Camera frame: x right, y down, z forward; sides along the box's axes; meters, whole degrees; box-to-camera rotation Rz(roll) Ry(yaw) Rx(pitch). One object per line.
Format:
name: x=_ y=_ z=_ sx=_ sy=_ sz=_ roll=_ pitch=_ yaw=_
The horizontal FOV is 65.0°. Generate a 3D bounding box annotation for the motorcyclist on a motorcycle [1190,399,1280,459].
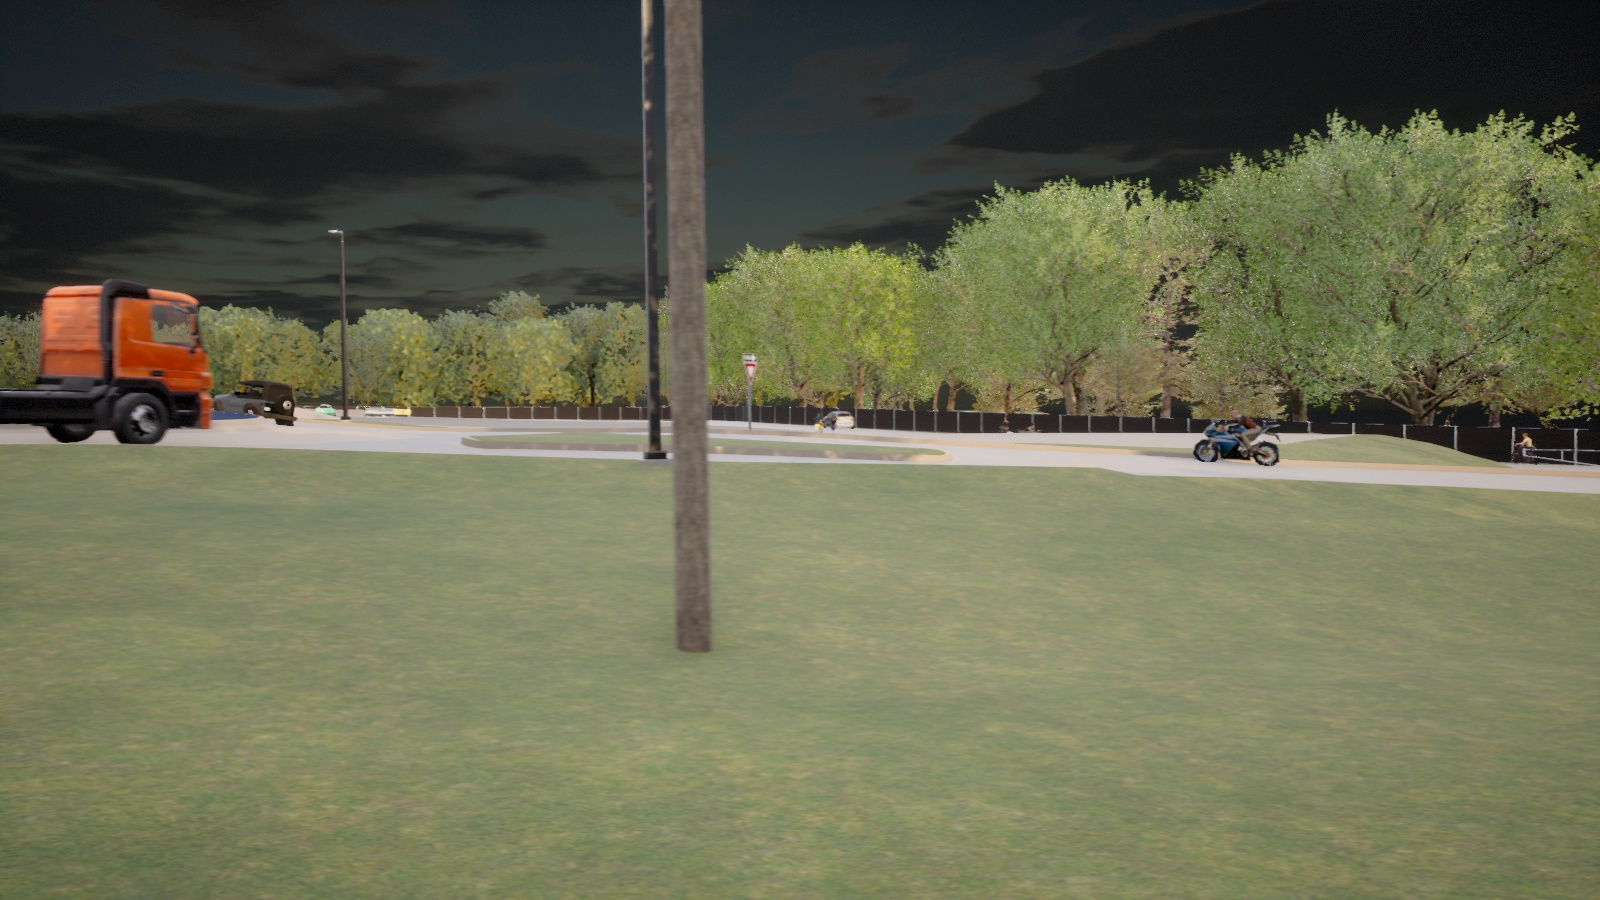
motorcyclist on a motorcycle: x=11.834 y=-0.577 z=34.223 sx=2.191 sy=1.530 sz=0.866 roll=2 pitch=3 yaw=13

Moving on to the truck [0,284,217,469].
truck: x=-15.963 y=-1.427 z=24.759 sx=2.891 sy=3.462 sz=7.936 roll=2 pitch=3 yaw=28

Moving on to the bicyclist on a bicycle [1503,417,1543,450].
bicyclist on a bicycle: x=36.290 y=-0.840 z=63.035 sx=0.866 sy=1.612 sz=1.509 roll=-3 pitch=2 yaw=-27

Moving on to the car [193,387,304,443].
car: x=-22.319 y=-1.418 z=50.803 sx=3.866 sy=1.878 sz=1.905 roll=3 pitch=-3 yaw=27
